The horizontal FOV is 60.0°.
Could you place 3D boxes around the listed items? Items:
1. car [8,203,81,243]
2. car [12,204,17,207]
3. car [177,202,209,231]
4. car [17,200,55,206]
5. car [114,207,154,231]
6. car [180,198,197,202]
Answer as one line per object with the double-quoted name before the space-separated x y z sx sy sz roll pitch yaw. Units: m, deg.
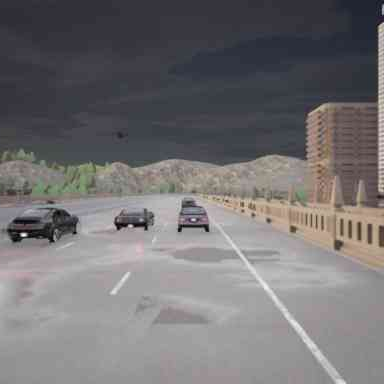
"car" -6.918 1.506 16.080 1.837 1.490 4.892 0 0 0
"car" -17.965 1.567 36.508 1.994 1.385 4.181 0 0 -1
"car" 0.055 1.549 20.420 2.033 1.411 5.357 0 0 -1
"car" -14.343 1.508 31.770 1.837 1.490 4.892 0 0 -1
"car" -3.452 1.602 20.764 1.895 1.301 4.718 0 0 -1
"car" -0.479 1.508 42.638 1.837 1.490 4.892 0 0 -2
